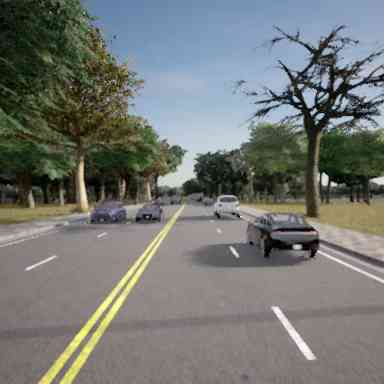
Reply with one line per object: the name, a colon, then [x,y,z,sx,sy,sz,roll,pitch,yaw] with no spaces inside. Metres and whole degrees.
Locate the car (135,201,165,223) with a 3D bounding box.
car: [-3.343,1.698,26.873,1.994,1.385,4.181,0,0,0]

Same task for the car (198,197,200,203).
car: [3.252,2.232,83.367,1.895,1.301,4.718,0,-1,0]

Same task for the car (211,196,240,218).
car: [3.354,1.394,32.714,2.150,2.045,5.566,0,0,0]

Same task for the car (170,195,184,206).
car: [-3.245,1.677,67.876,2.150,2.045,5.566,0,0,0]

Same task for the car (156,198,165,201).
car: [-6.494,1.994,67.828,2.033,1.411,5.357,0,-1,0]

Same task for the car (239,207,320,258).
car: [3.351,1.546,13.000,2.128,1.511,4.902,0,0,0]

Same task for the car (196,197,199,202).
car: [3.067,1.983,94.487,2.150,2.045,5.566,0,-1,-2]

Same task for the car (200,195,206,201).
car: [3.257,1.969,72.503,1.801,1.575,5.366,0,-1,0]

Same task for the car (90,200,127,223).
car: [-6.594,1.485,26.637,2.097,1.767,4.553,0,0,0]

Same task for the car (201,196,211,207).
car: [3.256,1.891,61.311,2.128,1.511,4.902,0,-1,0]
